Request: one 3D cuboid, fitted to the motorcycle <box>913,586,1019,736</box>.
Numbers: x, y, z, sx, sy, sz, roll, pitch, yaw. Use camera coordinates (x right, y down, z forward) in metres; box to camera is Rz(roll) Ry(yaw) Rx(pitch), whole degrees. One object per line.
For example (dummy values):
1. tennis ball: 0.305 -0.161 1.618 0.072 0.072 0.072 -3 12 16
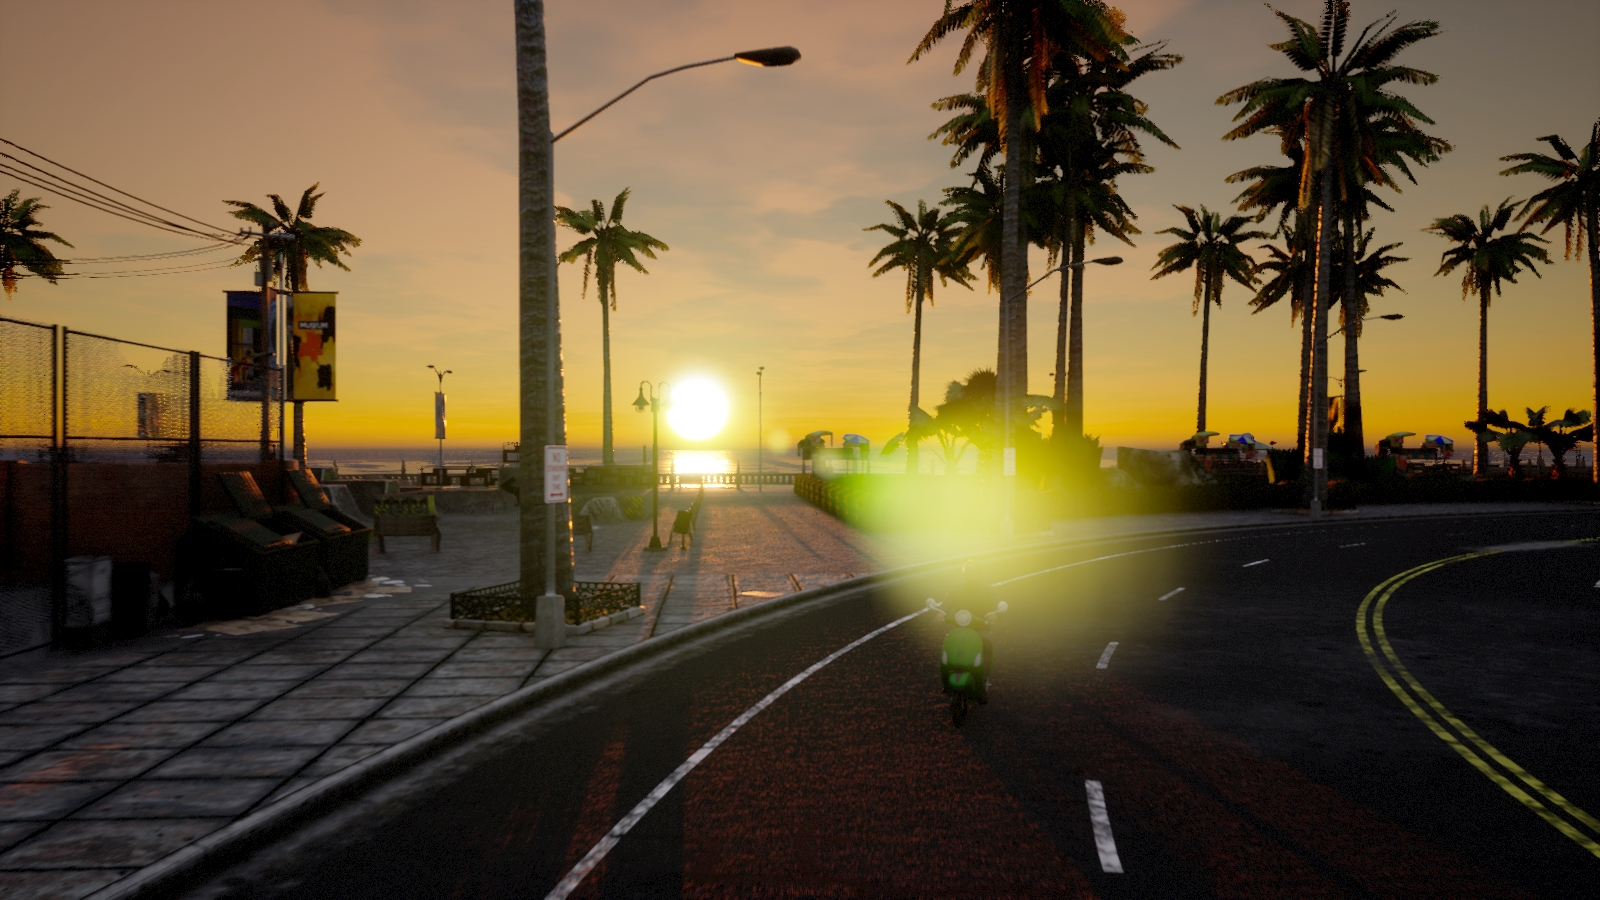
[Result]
1. motorcycle: 1.805 2.184 12.199 0.856 1.236 1.805 0 0 17
